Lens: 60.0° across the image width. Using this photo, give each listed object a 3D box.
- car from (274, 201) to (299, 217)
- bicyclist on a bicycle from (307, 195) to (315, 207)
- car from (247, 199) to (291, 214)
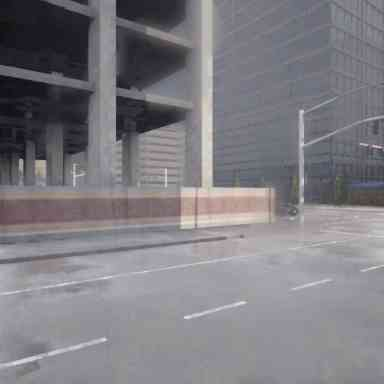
[{"bbox_3d":[8.063,1.564,31.496,1.994,1.385,4.181,0,0,-36],"label":"car"},{"bbox_3d":[16.533,1.301,46.187,1.656,1.620,0.582,0,0,-36],"label":"bicyclist on a bicycle"},{"bbox_3d":[8.469,1.526,36.896,1.812,1.442,4.674,0,0,-36],"label":"car"}]
